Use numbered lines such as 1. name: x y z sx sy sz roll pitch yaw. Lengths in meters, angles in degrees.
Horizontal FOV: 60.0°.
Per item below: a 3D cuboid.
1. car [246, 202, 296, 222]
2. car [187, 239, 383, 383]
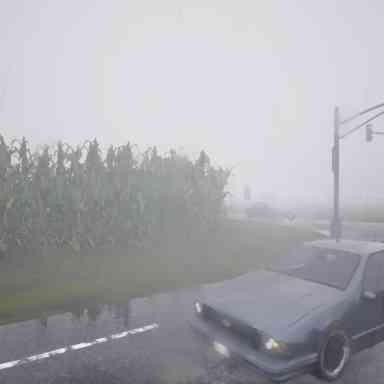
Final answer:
1. car: 6.030 1.488 26.011 1.812 1.442 4.674 1 0 -27
2. car: 2.584 1.548 5.577 5.357 1.411 2.033 0 0 -33
